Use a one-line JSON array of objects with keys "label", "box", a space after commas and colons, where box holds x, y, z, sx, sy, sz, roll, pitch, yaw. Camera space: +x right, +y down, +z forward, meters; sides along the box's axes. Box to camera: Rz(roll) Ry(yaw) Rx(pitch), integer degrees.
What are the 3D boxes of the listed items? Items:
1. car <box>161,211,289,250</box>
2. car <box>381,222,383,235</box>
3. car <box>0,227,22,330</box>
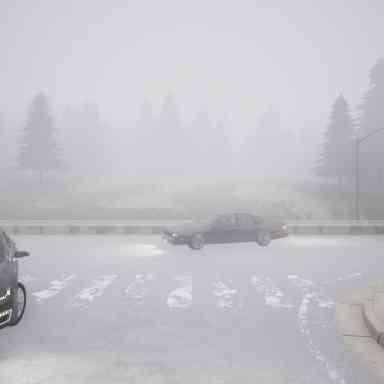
[{"label": "car", "box": [1.458, 1.547, 14.191, 5.357, 1.411, 2.033, 0, 0, -20]}, {"label": "car", "box": [11.237, 1.492, 15.070, 4.902, 1.511, 2.128, 0, 0, 0]}, {"label": "car", "box": [-4.457, 1.505, 6.550, 1.837, 1.490, 4.892, 0, 0, -28]}]
